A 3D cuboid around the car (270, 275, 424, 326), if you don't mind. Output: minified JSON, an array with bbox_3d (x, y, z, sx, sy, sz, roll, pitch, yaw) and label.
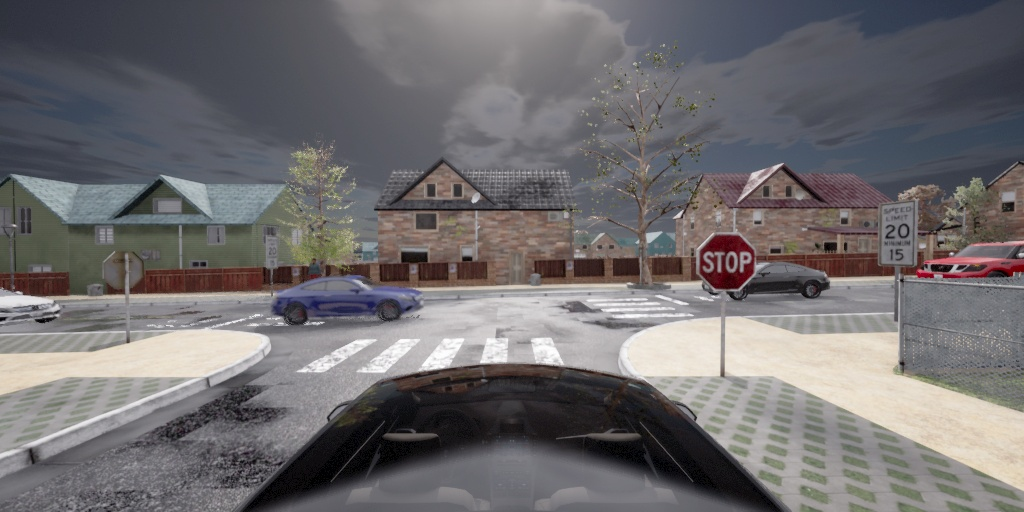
[{"bbox_3d":[-5.297,1.357,11.738,4.674,1.442,1.812,-2,0,0],"label":"car"}]

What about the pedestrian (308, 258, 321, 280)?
[{"bbox_3d":[-9.675,1.003,17.568,0.375,1.860,0.375,0,2,0],"label":"pedestrian"}]

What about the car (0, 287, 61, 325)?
[{"bbox_3d":[-17.853,1.670,11.694,4.674,1.442,1.812,-1,1,0],"label":"car"}]

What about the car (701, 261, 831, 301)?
[{"bbox_3d":[10.322,0.960,14.727,4.674,1.442,1.812,-1,1,0],"label":"car"}]

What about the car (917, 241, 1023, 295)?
[{"bbox_3d":[20.274,0.421,14.758,5.566,2.045,2.150,-1,1,-1],"label":"car"}]
